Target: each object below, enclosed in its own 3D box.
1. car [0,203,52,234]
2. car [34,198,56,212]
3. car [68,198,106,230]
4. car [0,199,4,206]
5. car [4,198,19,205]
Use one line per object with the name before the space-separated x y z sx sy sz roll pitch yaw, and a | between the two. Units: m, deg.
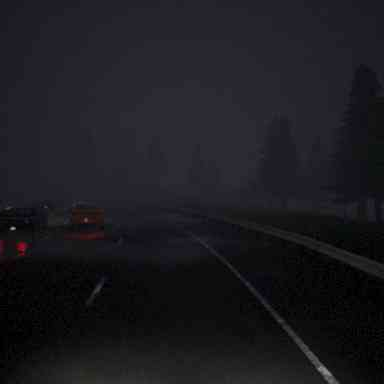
car | -9.566 1.543 18.967 1.895 1.301 4.718 0 0 -14
car | -16.320 1.406 36.790 1.812 1.442 4.674 0 0 -27
car | -6.499 1.400 20.930 1.882 1.535 5.008 0 0 -14
car | -13.745 1.424 20.911 1.882 1.535 5.008 0 0 -16
car | -19.797 1.422 35.891 1.812 1.442 4.674 0 0 -28
